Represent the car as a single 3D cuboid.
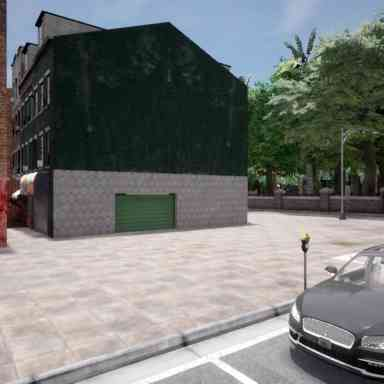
[{"bbox_3d":[3.344,1.551,5.196,4.403,1.369,2.008,0,0,-35],"label":"car"}]
